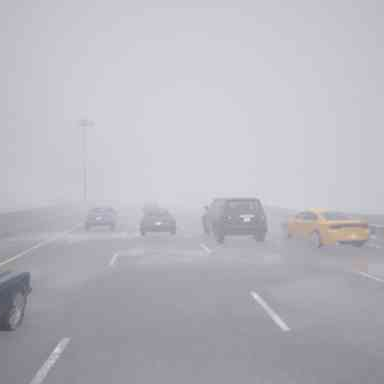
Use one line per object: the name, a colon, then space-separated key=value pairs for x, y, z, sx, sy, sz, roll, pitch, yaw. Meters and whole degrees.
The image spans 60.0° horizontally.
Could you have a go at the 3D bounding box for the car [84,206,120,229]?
car: x=-5.940 y=1.644 z=22.339 sx=2.033 sy=1.411 sz=5.357 roll=0 pitch=0 yaw=-8

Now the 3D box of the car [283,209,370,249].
car: x=5.671 y=1.480 z=14.760 sx=1.882 sy=1.535 sz=5.008 roll=0 pitch=0 yaw=-7

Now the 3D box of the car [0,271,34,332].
car: x=-3.697 y=1.635 z=3.906 sx=1.895 sy=1.301 sz=4.718 roll=0 pitch=0 yaw=-3

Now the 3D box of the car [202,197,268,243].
car: x=1.942 y=1.252 z=16.523 sx=2.150 sy=2.045 sz=5.566 roll=0 pitch=0 yaw=-8

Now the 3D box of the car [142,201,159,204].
car: x=-4.589 y=1.691 z=37.291 sx=1.994 sy=1.385 sz=4.181 roll=0 pitch=0 yaw=-8

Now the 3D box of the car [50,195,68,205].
car: x=-26.983 y=1.577 z=68.756 sx=2.150 sy=2.045 sz=5.566 roll=0 pitch=0 yaw=-8

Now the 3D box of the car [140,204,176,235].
car: x=-2.020 y=1.628 z=19.472 sx=1.994 sy=1.385 sz=4.181 roll=0 pitch=0 yaw=-8

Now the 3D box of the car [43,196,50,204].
car: x=-31.457 y=1.894 z=75.168 sx=1.812 sy=1.442 sz=4.674 roll=0 pitch=0 yaw=-8

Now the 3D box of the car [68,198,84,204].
car: x=-23.462 y=1.869 z=68.879 sx=2.033 sy=1.411 sz=5.357 roll=0 pitch=0 yaw=-8

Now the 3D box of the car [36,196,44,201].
car: x=-35.572 y=1.648 z=79.102 sx=1.882 sy=1.535 sz=5.008 roll=0 pitch=0 yaw=-8
